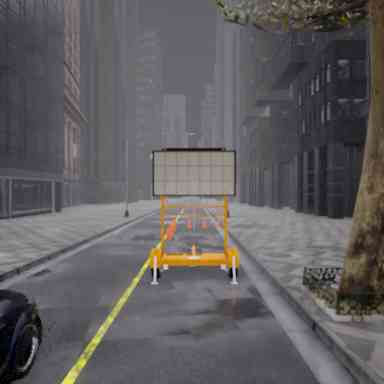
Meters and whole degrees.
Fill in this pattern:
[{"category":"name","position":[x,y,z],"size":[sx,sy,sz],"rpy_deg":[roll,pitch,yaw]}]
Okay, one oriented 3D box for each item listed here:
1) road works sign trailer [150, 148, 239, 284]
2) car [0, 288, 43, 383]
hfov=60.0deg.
[{"category":"road works sign trailer","position":[0.061,0.527,9.725],"size":[2.380,3.560,2.880],"rpy_deg":[0,0,0]},{"category":"car","position":[-2.985,1.583,2.747],"size":[1.994,1.385,4.181],"rpy_deg":[0,0,0]}]
